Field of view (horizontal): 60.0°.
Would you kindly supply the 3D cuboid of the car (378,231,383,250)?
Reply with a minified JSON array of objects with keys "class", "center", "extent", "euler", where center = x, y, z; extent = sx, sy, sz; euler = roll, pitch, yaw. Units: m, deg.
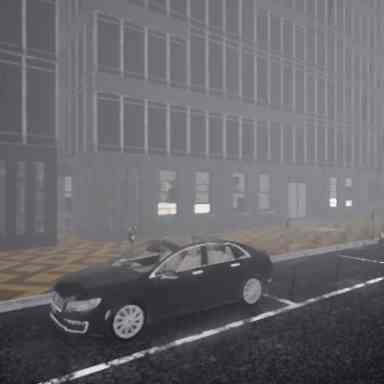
[{"class":"car","center":[8.951,1.565,12.947],"extent":[4.206,1.307,1.802],"euler":[0,0,-36]}]

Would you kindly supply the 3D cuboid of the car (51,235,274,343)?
[{"class":"car","center":[-0.316,1.547,6.334],"extent":[4.403,1.369,2.008],"euler":[0,0,-36]}]
